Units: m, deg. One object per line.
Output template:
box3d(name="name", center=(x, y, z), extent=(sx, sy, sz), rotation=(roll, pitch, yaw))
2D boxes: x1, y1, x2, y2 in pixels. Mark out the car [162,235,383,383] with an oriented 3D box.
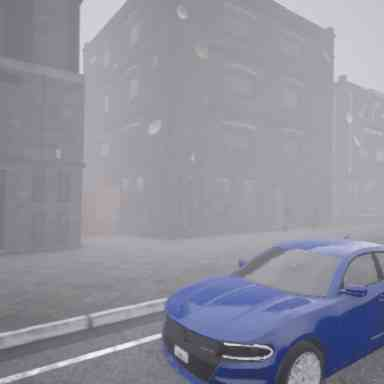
box3d(name="car", center=(1.917, 1.484, 5.049), extent=(5.008, 1.535, 1.882), rotation=(0, 0, -35))
